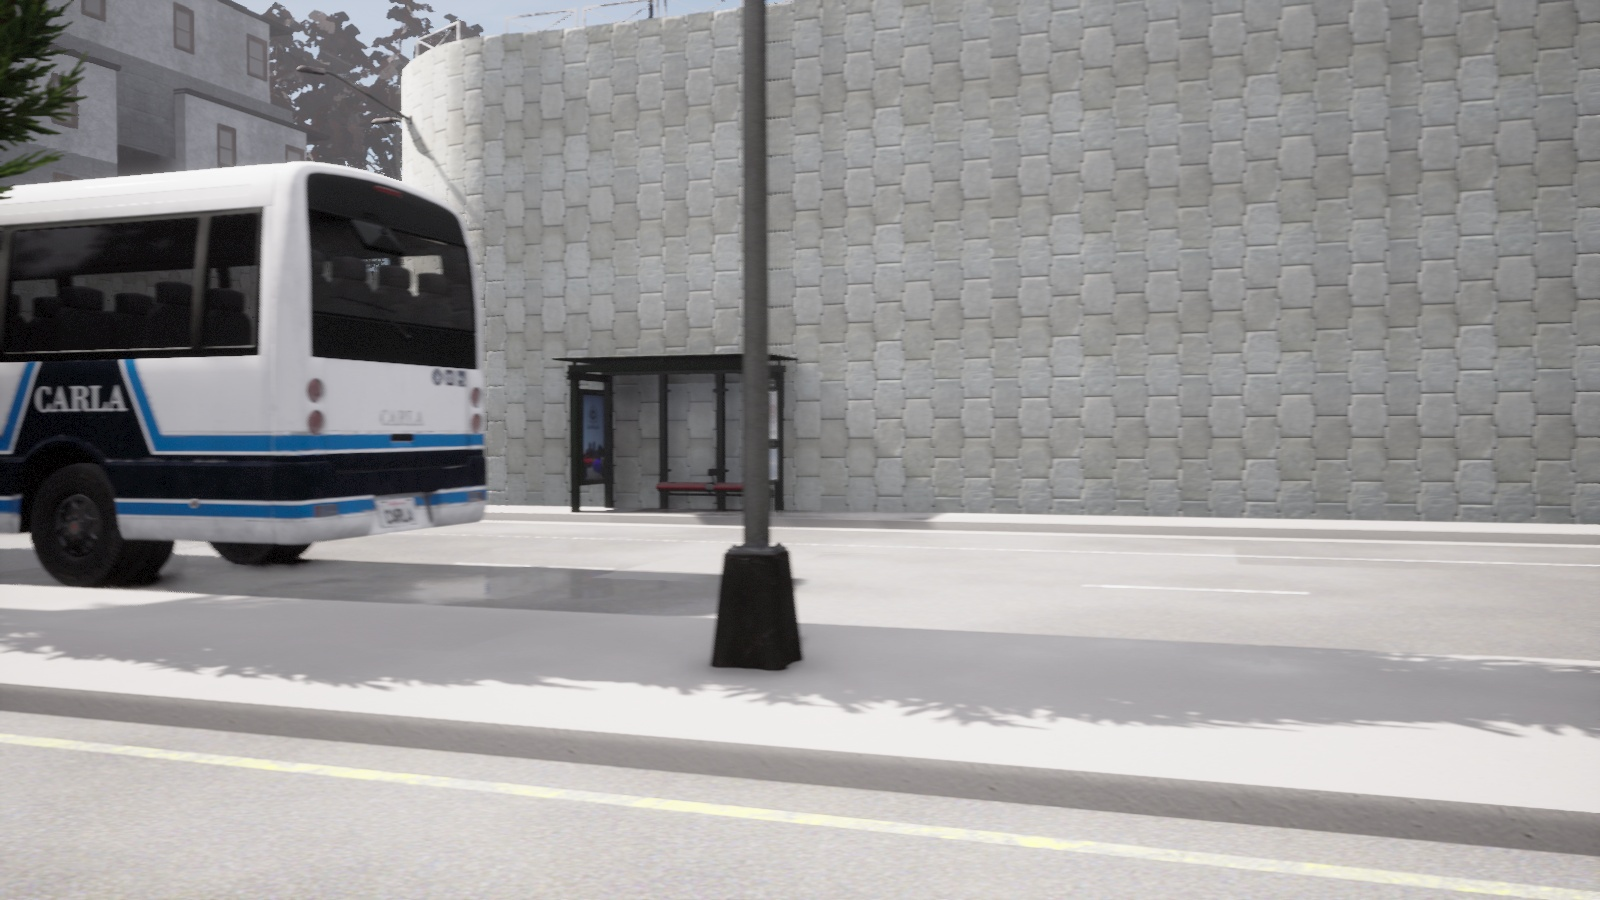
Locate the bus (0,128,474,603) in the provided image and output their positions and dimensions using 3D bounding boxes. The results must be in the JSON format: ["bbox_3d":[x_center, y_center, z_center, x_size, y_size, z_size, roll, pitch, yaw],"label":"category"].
[{"bbox_3d":[-9.388,-0.822,14.771,10.273,4.253,3.944,1,1,19],"label":"bus"}]
